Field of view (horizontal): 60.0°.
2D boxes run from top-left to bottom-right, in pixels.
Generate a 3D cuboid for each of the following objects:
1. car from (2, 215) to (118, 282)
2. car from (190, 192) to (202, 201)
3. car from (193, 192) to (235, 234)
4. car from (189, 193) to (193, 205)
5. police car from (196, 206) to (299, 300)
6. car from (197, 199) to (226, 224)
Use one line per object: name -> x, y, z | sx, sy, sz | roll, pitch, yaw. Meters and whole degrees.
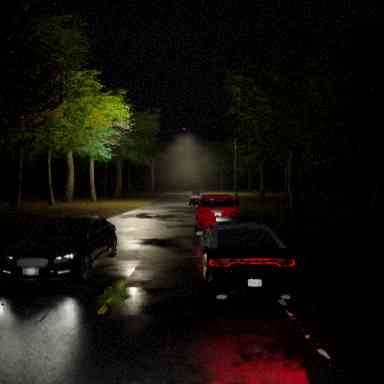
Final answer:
car -> -3.492, 1.459, 9.701 | 2.128, 1.511, 4.902 | 0, 0, 1
car -> 0.673, 0.740, 59.869 | 2.033, 1.411, 5.357 | 0, 2, 1
car -> 1.257, 1.127, 18.407 | 2.150, 2.045, 5.566 | 0, 1, 1
car -> 0.551, 1.089, 46.157 | 2.033, 1.411, 5.357 | 0, 1, 1
police car -> 1.145, 1.398, 8.493 | 1.930, 1.638, 5.238 | 0, 0, 1
car -> 1.323, 1.347, 24.381 | 1.837, 1.490, 4.892 | 0, 1, 1
